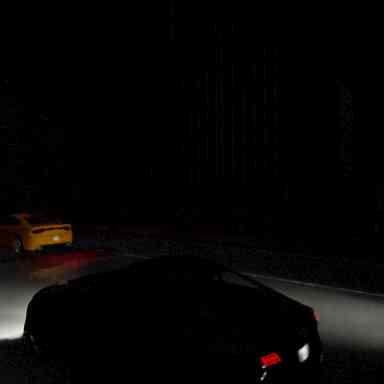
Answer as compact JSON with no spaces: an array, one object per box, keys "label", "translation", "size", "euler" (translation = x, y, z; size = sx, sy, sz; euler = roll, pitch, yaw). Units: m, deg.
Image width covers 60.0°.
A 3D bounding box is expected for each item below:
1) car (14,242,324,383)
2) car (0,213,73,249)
[{"label":"car","translation":[-0.476,1.600,4.543],"size":[4.181,1.385,1.994],"euler":[-1,-1,37]},{"label":"car","translation":[-7.060,1.627,14.024],"size":[5.008,1.535,1.882],"euler":[-1,-1,38]}]
